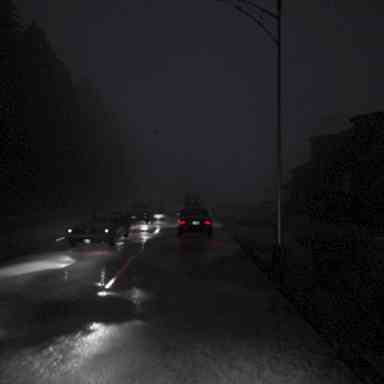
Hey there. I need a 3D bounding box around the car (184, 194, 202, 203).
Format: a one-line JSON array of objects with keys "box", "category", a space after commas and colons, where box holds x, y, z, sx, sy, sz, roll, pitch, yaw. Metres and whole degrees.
[{"box": [0.120, 1.214, 42.769, 2.150, 2.045, 5.566, 0, 0, 0], "category": "car"}]

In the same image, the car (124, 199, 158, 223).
[{"box": [-4.008, 1.500, 25.552, 1.837, 1.490, 4.892, 0, 0, 0], "category": "car"}]

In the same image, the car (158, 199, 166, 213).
[{"box": [-3.965, 1.483, 36.205, 2.128, 1.511, 4.902, 0, 0, 1], "category": "car"}]

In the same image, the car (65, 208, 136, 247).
[{"box": [-4.049, 1.599, 15.135, 1.895, 1.301, 4.718, 0, 0, 0], "category": "car"}]

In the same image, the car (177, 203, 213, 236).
[{"box": [0.148, 1.544, 18.492, 2.033, 1.411, 5.357, 0, 0, 0], "category": "car"}]
